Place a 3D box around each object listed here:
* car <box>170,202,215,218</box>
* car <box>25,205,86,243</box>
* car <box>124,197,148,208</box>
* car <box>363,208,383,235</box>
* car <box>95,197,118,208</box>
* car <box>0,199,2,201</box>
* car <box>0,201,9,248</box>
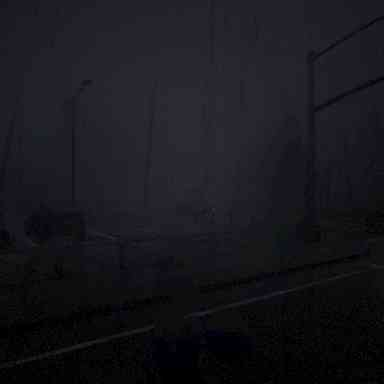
[{"bbox_3d":[0.013,1.601,30.469,1.895,1.301,4.718,0,0,-36],"label":"car"},{"bbox_3d":[-6.351,1.340,15.315,2.007,1.523,4.514,0,0,-36],"label":"car"},{"bbox_3d":[-8.053,1.478,47.555,1.882,1.535,5.008,0,0,-36],"label":"car"},{"bbox_3d":[11.596,1.505,17.169,4.892,1.490,1.837,0,0,37],"label":"car"},{"bbox_3d":[-12.137,1.494,47.145,2.128,1.511,4.902,0,0,-36],"label":"car"},{"bbox_3d":[-21.577,1.374,36.432,1.845,1.501,3.633,0,0,-36],"label":"car"},{"bbox_3d":[-8.865,1.331,13.439,2.152,1.636,5.027,0,0,-36],"label":"car"}]
